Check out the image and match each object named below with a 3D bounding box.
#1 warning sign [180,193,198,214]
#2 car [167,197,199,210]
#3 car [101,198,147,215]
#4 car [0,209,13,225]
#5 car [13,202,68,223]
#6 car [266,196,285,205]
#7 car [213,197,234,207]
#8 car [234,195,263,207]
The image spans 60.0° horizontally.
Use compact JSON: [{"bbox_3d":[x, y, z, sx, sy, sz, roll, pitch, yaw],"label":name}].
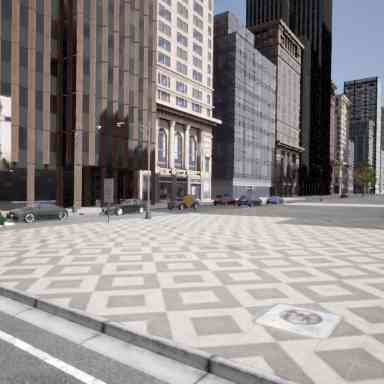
[{"bbox_3d":[-0.259,1.076,30.681,1.300,1.860,1.060,1,1,35],"label":"warning sign"},{"bbox_3d":[-1.004,1.339,39.694,1.837,1.490,4.892,1,1,35],"label":"car"},{"bbox_3d":[-6.452,1.377,32.002,1.837,1.490,4.892,1,1,35],"label":"car"},{"bbox_3d":[-12.932,1.207,17.437,2.150,2.045,5.566,1,1,36],"label":"car"},{"bbox_3d":[-11.464,1.470,24.925,1.994,1.385,4.181,1,1,35],"label":"car"},{"bbox_3d":[13.948,1.361,55.469,1.994,1.385,4.181,1,1,35],"label":"car"},{"bbox_3d":[4.953,1.394,48.049,1.895,1.301,4.718,1,1,36],"label":"car"},{"bbox_3d":[8.347,1.192,47.464,2.097,1.767,4.553,1,1,36],"label":"car"}]
